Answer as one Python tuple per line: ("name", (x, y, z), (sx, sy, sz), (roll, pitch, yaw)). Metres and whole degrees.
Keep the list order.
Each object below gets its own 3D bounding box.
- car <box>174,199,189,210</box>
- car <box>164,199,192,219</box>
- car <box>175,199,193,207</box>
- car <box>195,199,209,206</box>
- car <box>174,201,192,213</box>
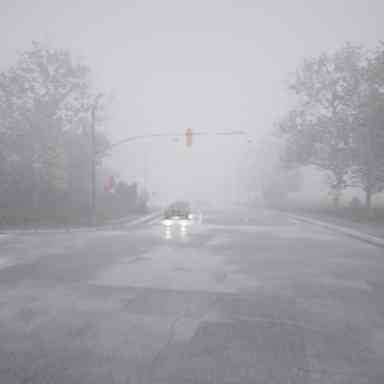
("car", (-1.550, 1.774, 48.697), (1.882, 1.535, 5.008), (-1, -1, -5))
("car", (-1.210, 1.562, 28.600), (1.994, 1.385, 4.181), (-1, 0, 2))
("car", (-1.690, 2.211, 68.548), (2.033, 1.411, 5.357), (-1, -1, -20))
("car", (2.014, 2.082, 68.339), (1.882, 1.535, 5.008), (-1, -1, -17))
("car", (-1.045, 1.709, 38.543), (1.895, 1.301, 4.718), (-1, -1, -1))
